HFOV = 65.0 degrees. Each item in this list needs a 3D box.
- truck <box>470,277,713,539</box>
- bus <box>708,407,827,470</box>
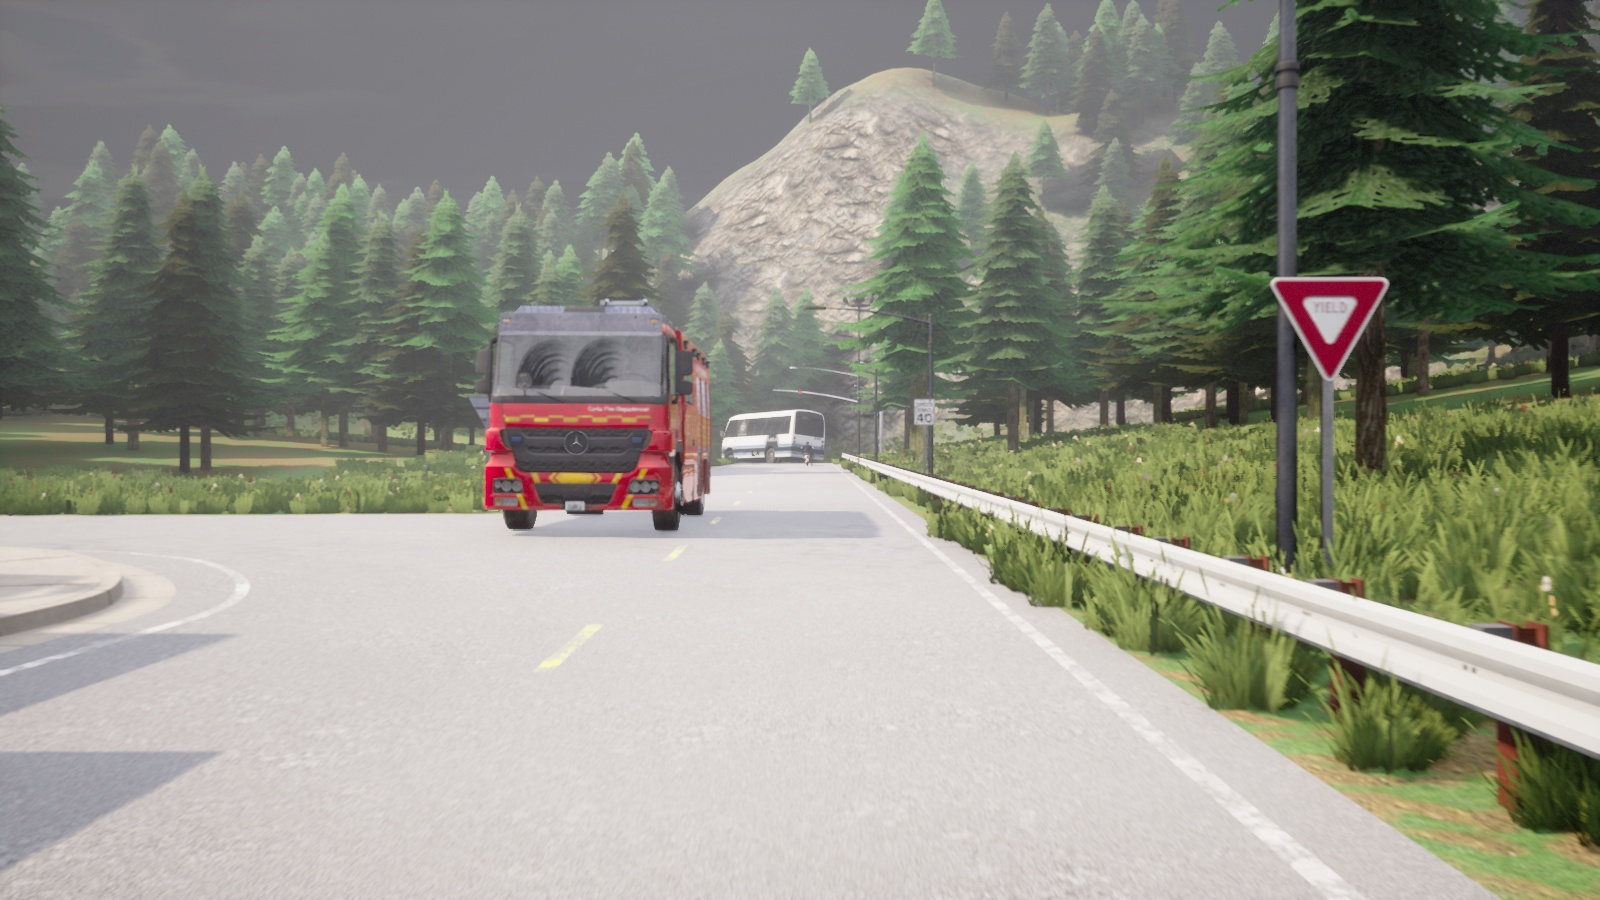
[{"bbox_3d":[-3.350,-0.597,22.639,2.891,3.827,8.468,0,0,0],"label":"truck"},{"bbox_3d":[-2.678,-0.803,99.123,3.944,4.253,10.273,7,-6,-36],"label":"bus"}]
